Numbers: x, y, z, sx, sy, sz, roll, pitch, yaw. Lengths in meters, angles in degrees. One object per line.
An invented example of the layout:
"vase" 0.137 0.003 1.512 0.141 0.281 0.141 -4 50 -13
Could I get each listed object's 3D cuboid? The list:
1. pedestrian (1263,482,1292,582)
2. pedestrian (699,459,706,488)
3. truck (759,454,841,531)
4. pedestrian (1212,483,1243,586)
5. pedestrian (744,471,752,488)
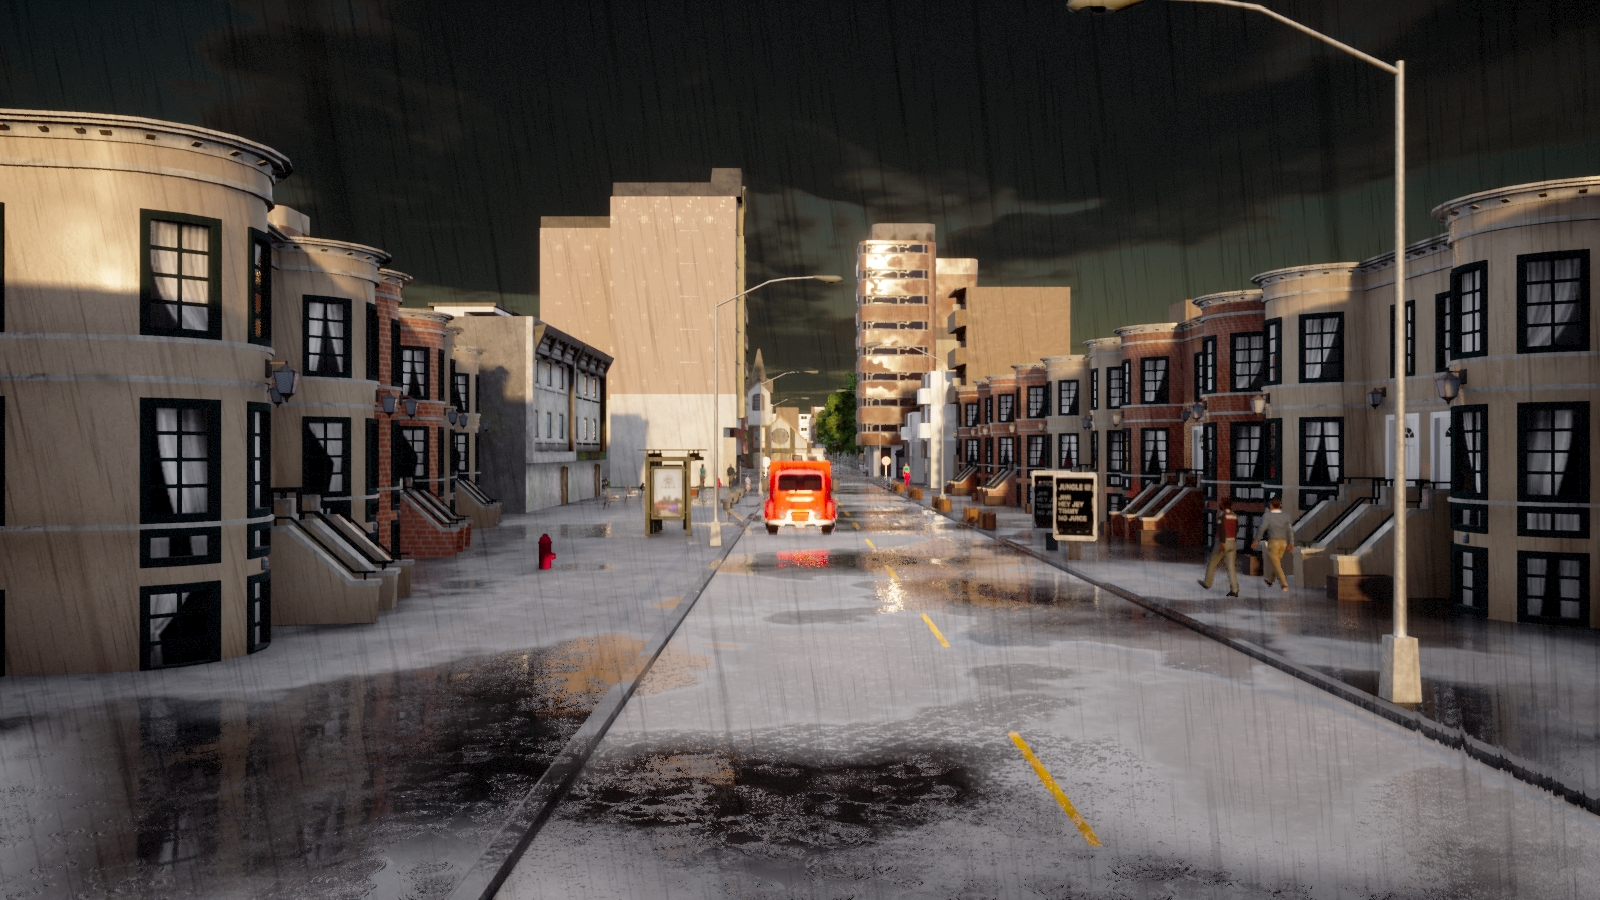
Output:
"pedestrian" 8.993 1.533 21.526 0.375 1.860 0.375 0 0 -1
"pedestrian" -6.441 1.557 75.387 0.375 1.860 0.375 0 0 9
"truck" 0.003 1.365 39.345 2.627 2.467 5.204 0 0 0
"pedestrian" 7.820 1.533 20.907 0.375 1.860 0.375 0 0 -18
"pedestrian" -3.406 1.935 74.910 0.500 1.100 0.500 0 0 -6
